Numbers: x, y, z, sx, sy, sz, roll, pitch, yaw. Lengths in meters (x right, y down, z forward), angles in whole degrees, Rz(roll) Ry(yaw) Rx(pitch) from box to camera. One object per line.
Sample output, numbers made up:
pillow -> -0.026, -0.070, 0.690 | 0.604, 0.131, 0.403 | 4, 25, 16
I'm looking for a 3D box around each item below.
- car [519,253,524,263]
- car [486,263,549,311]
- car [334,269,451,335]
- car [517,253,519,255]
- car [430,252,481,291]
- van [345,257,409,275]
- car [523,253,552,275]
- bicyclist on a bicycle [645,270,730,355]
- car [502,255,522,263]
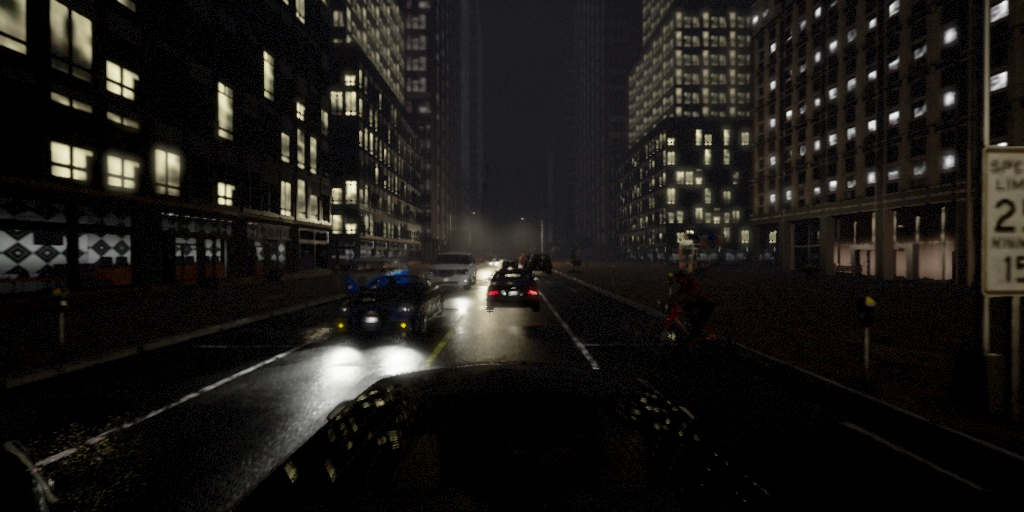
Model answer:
car -> 2.389, 0.601, 43.507 | 2.192, 1.841, 5.009 | 0, 0, 0
car -> 0.030, 1.168, 13.587 | 2.033, 1.411, 5.357 | 0, 1, 0
car -> -3.148, 1.231, 10.042 | 1.994, 1.385, 4.181 | 0, 1, 0
car -> 2.306, 0.478, 54.584 | 2.192, 1.841, 5.009 | 0, 0, 0
car -> -3.223, 0.777, 20.293 | 2.150, 2.045, 5.566 | 0, 1, 0
van -> -5.782, 0.952, 15.749 | 1.690, 1.789, 3.998 | 0, 0, 0
car -> 2.472, 0.723, 32.428 | 2.192, 1.841, 5.009 | 0, 0, 0
bicyclist on a bicycle -> 3.368, 1.095, 6.857 | 1.656, 1.620, 0.582 | 0, 1, 0
car -> -0.185, 0.919, 41.224 | 1.895, 1.301, 4.718 | 0, 1, 0
